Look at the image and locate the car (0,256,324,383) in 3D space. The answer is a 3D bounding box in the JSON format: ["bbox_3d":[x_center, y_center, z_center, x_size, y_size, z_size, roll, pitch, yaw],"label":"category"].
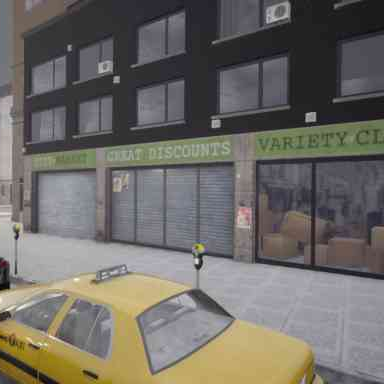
[{"bbox_3d":[-1.100,1.525,3.862,4.829,1.417,1.752,0,1,35],"label":"car"}]
